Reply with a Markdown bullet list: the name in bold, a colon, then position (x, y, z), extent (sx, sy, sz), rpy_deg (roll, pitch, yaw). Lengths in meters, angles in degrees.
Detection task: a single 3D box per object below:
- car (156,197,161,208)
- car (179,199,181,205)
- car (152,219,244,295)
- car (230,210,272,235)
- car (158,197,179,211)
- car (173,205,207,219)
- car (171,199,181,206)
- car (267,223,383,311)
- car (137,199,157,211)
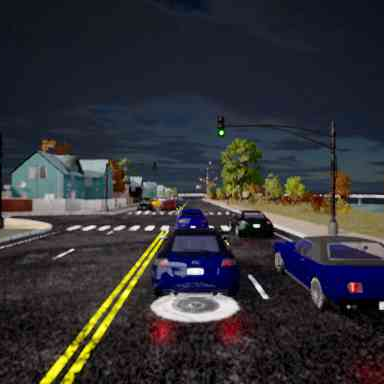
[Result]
- **car**: position (-6.611, 2.046, 58.073), extent (1.882, 1.535, 5.008), rpy_deg (0, -1, 0)
- **car**: position (-3.361, 2.068, 58.872), extent (2.128, 1.511, 4.902), rpy_deg (0, -1, 0)
- **car**: position (0.090, 1.647, 8.946), extent (1.994, 1.385, 4.181), rpy_deg (0, 0, 1)
- **car**: position (3.338, 1.740, 19.197), extent (1.994, 1.385, 4.181), rpy_deg (0, -1, 0)
- **car**: position (-3.368, 1.950, 48.955), extent (1.882, 1.535, 5.008), rpy_deg (0, -1, 1)
- **car**: position (-0.051, 1.709, 19.808), extent (1.812, 1.442, 4.674), rpy_deg (0, 0, -3)
- **car**: position (-3.296, 2.166, 69.238), extent (1.882, 1.535, 5.008), rpy_deg (0, -1, 0)
- **car**: position (3.349, 1.674, 7.899), extent (1.895, 1.301, 4.718), rpy_deg (0, -1, 0)
- **car**: position (-6.623, 2.025, 47.835), extent (1.994, 1.385, 4.181), rpy_deg (0, -1, 0)
